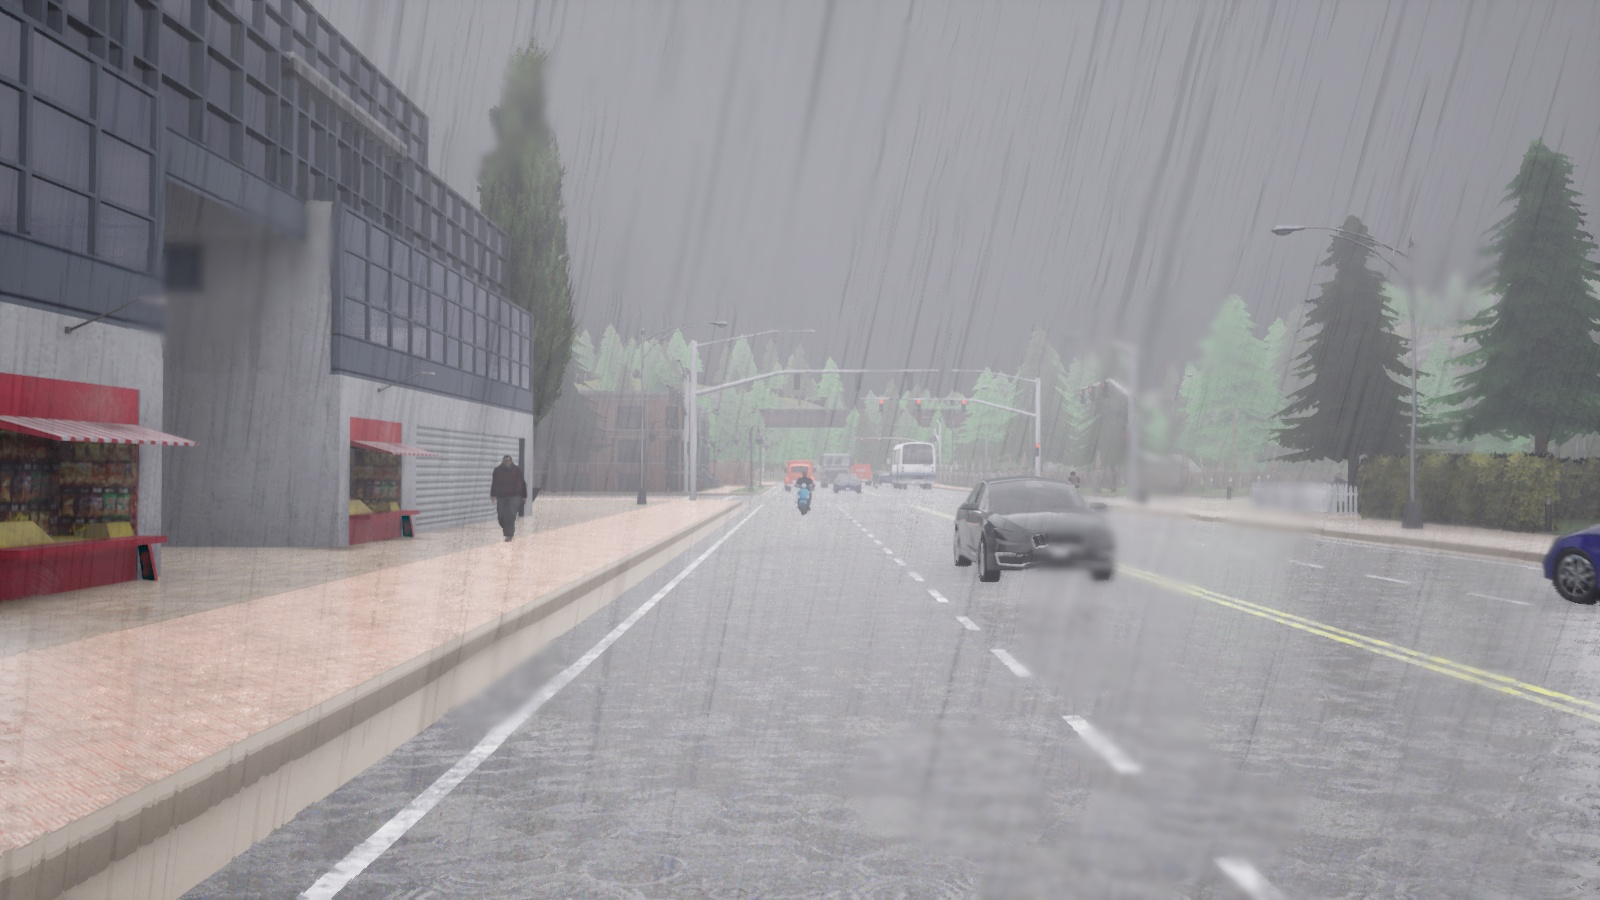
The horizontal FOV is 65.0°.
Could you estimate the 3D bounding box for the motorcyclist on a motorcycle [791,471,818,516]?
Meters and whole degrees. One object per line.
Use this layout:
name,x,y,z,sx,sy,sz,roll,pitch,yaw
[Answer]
motorcyclist on a motorcycle,0.163,1.543,45.230,0.866,1.590,1.817,0,-1,4

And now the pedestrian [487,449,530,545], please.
pedestrian,-5.717,0.920,24.671,0.634,1.844,0.899,0,-1,-1

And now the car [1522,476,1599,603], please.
car,10.298,1.027,13.957,1.816,1.474,4.193,0,-1,-6

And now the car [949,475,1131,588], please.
car,3.498,1.136,19.229,1.837,1.490,4.892,0,-1,0

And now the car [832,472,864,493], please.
car,3.510,2.393,92.921,2.163,1.488,4.792,0,-1,0
